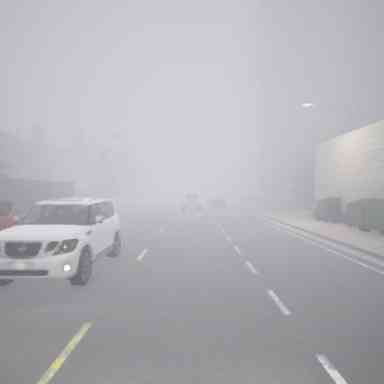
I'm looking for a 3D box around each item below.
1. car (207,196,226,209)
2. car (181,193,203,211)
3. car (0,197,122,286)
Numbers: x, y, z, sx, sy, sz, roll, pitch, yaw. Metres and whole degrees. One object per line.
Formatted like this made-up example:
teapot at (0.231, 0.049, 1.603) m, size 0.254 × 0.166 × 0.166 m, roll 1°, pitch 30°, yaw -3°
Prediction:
car at (3.485, 1.395, 44.763) m, size 1.882 × 1.535 × 5.008 m, roll 0°, pitch 0°, yaw 0°
car at (-0.015, 1.155, 39.793) m, size 2.150 × 2.045 × 5.566 m, roll 0°, pitch 0°, yaw 0°
car at (-3.575, 1.195, 9.696) m, size 2.150 × 2.045 × 5.566 m, roll 0°, pitch 0°, yaw 0°
